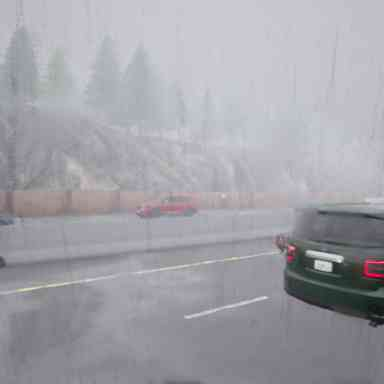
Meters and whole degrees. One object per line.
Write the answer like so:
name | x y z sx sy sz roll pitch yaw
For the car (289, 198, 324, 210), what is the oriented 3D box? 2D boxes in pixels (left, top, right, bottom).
car | 15.660 1.626 45.387 4.902 1.511 2.128 0 0 -37

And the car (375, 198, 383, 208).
car | 31.758 1.775 53.676 5.357 1.411 2.033 0 0 -41

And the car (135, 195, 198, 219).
car | -2.052 1.243 28.239 5.566 2.045 2.150 1 0 -35

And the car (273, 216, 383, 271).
car | 5.193 1.641 11.695 4.718 1.301 1.895 0 0 -35

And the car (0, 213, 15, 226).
car | -11.555 1.521 17.237 4.181 1.385 1.994 0 0 -35

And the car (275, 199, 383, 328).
car | 4.250 1.252 6.755 5.566 2.045 2.150 0 0 -35
